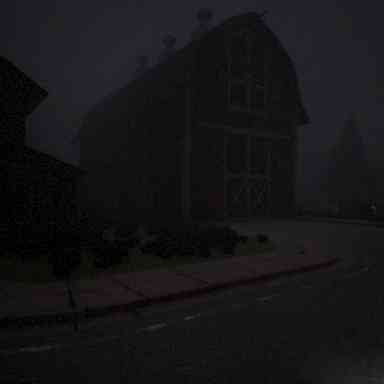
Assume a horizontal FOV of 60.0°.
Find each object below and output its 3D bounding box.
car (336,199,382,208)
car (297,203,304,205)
[{"bbox_3d":[17.362,1.579,34.548,2.097,1.767,4.553,0,0,-35],"label":"car"},{"bbox_3d":[12.167,1.722,42.091,2.128,1.511,4.902,0,0,-34],"label":"car"}]
